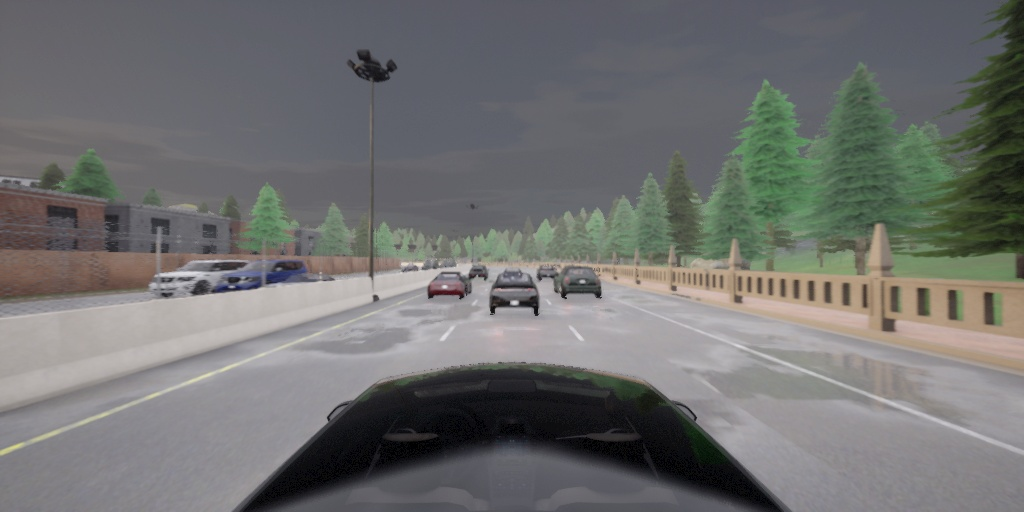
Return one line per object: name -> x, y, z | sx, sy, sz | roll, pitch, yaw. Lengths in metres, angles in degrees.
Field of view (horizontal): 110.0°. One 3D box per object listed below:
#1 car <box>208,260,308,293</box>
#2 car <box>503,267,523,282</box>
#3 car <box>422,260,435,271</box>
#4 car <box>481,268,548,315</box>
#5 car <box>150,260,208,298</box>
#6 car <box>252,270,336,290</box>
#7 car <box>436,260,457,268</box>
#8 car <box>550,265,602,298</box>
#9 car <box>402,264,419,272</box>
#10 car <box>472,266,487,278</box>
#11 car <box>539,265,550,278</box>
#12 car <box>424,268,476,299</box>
car -> -14.109, 1.234, 20.846 | 2.150, 2.045, 5.566 | 0, -1, 0
car -> 0.083, 1.821, 36.528 | 1.895, 1.301, 4.718 | 0, -1, 0
car -> -14.050, 1.799, 62.521 | 2.150, 2.045, 5.566 | 0, -1, 0
car -> 0.091, 1.416, 14.643 | 2.128, 1.511, 4.902 | 0, -1, 0
car -> -17.609, 1.236, 20.933 | 2.150, 2.045, 5.566 | 0, -1, 0
car -> -10.607, 1.580, 18.477 | 1.895, 1.301, 4.718 | 0, -1, 0
car -> -10.563, 1.755, 59.667 | 2.150, 2.045, 5.566 | 0, -1, 1
car -> 3.591, 1.354, 20.388 | 2.097, 1.767, 4.553 | 0, -1, 0
car -> -17.547, 2.101, 62.376 | 1.812, 1.442, 4.674 | 0, -1, 0
car -> -3.418, 1.741, 37.627 | 1.837, 1.490, 4.892 | 0, -1, 0
car -> 3.582, 1.725, 37.563 | 2.128, 1.511, 4.902 | 0, -1, 0
car -> -3.409, 1.565, 20.186 | 1.994, 1.385, 4.181 | 0, -1, 0
